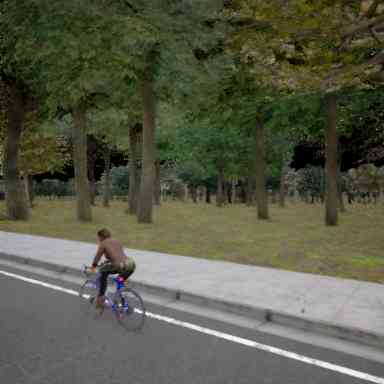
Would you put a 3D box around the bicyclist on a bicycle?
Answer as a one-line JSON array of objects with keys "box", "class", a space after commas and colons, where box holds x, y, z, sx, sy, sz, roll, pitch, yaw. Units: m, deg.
[{"box": [-1.396, 1.456, 5.654, 1.656, 1.620, 0.582, 0, 0, 36], "class": "bicyclist on a bicycle"}]
